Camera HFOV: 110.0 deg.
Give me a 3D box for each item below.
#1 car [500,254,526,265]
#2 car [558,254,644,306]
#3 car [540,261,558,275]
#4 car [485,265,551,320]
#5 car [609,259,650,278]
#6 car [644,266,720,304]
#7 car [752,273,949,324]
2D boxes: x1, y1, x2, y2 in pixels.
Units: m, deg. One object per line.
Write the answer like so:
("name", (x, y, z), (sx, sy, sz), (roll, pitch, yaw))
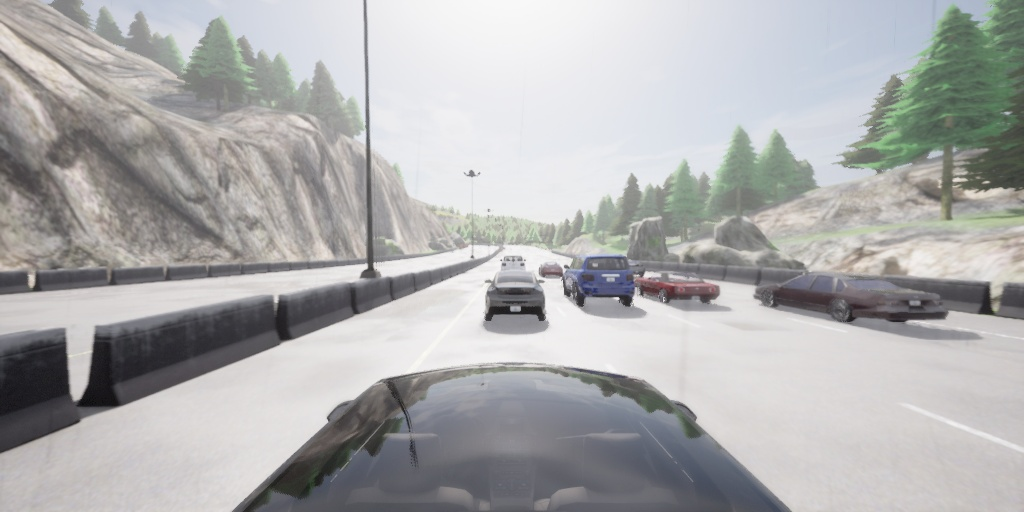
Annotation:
("car", (0.100, 0.850, 32.650), (2.150, 2.045, 5.566), (0, 1, 0))
("car", (3.600, 0.946, 15.761), (2.150, 2.045, 5.566), (0, 0, 0))
("car", (3.600, 1.184, 33.643), (1.994, 1.385, 4.181), (0, 1, 0))
("car", (0.100, 1.237, 12.531), (1.837, 1.490, 4.892), (0, 0, 0))
("car", (10.600, 1.119, 32.855), (2.128, 1.511, 4.902), (0, 1, 0))
("car", (7.100, 1.324, 16.061), (1.895, 1.301, 4.718), (0, 0, 0))
("car", (10.600, 1.282, 11.939), (2.033, 1.411, 5.357), (0, 0, 0))
